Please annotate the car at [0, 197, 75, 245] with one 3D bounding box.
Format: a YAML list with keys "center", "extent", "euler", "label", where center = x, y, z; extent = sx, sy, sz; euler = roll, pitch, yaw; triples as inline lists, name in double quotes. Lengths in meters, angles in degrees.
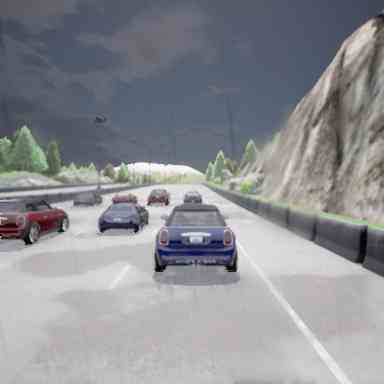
- center: [-6.902, 1.039, 13.957]
  extent: [2.097, 1.767, 4.553]
  euler: [0, 1, 0]
  label: "car"

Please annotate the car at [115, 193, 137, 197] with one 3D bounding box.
- center: [-6.906, 0.703, 34.556]
  extent: [1.895, 1.301, 4.718]
  euler: [0, 2, 0]
  label: "car"

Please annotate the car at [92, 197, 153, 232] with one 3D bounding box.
- center: [-3.403, 1.171, 17.175]
  extent: [1.994, 1.385, 4.181]
  euler: [0, 2, 0]
  label: "car"

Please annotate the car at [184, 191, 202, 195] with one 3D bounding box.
- center: [0.095, 0.663, 33.434]
  extent: [1.812, 1.442, 4.674]
  euler: [0, 2, 0]
  label: "car"

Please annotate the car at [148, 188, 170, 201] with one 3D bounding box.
- center: [-3.406, 0.431, 35.241]
  extent: [2.097, 1.767, 4.553]
  euler: [0, 2, 0]
  label: "car"

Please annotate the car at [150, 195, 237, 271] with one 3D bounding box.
- center: [0.098, 1.129, 10.223]
  extent: [2.097, 1.767, 4.553]
  euler: [0, 1, 0]
  label: "car"

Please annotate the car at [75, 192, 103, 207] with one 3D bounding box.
- center: [-10.405, 0.695, 33.664]
  extent: [1.994, 1.385, 4.181]
  euler: [0, 2, 0]
  label: "car"
